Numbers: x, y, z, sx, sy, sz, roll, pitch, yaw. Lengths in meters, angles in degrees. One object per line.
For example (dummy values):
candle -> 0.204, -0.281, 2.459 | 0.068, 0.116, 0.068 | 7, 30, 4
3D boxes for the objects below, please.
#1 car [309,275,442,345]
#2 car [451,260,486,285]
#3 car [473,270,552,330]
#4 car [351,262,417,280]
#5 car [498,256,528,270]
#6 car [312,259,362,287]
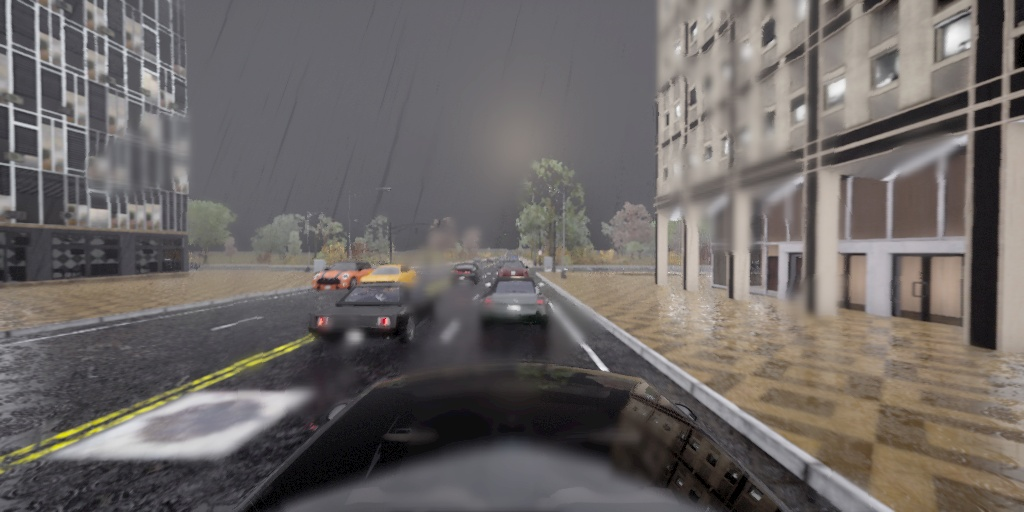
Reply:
car -> -3.159, 1.350, 9.468 | 1.895, 1.301, 4.718 | 0, 0, 0
car -> -3.155, 1.245, 25.729 | 1.837, 1.490, 4.892 | 0, 0, 0
car -> 0.091, 1.310, 11.138 | 1.994, 1.385, 4.181 | 0, 0, 0
car -> -6.592, 1.222, 19.589 | 1.882, 1.535, 5.008 | 0, 0, 0
car -> 0.093, 1.091, 25.313 | 2.097, 1.767, 4.553 | 0, 0, 0
car -> -9.839, 1.095, 21.406 | 2.097, 1.767, 4.553 | 0, 0, 0
